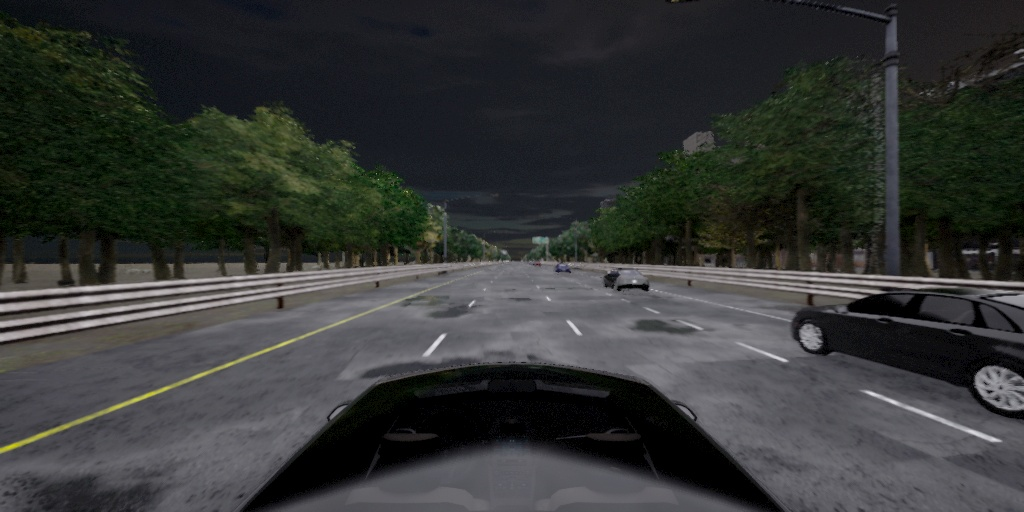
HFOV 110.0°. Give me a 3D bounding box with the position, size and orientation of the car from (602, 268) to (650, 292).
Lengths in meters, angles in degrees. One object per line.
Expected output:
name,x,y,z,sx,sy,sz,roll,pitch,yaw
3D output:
car,7.031,1.437,22.560,1.994,1.385,4.181,0,-1,0

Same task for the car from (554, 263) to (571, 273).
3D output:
car,7.151,1.722,51.379,1.812,1.442,4.674,0,-1,0

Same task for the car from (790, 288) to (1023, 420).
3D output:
car,7.002,1.272,5.855,1.837,1.490,4.892,0,0,0
